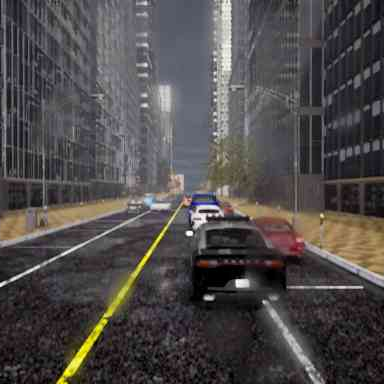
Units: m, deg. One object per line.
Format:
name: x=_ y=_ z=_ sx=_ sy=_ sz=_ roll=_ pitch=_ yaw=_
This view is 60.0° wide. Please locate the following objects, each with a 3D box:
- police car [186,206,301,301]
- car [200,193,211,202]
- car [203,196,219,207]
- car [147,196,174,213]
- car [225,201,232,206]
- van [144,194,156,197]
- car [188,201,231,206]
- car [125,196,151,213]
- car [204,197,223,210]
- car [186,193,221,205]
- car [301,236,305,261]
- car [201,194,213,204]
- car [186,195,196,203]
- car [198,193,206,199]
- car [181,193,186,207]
police car: x=0.877 y=1.385 z=8.406 sx=1.930 sy=1.638 sz=5.238 roll=0 pitch=0 yaw=0
car: x=2.515 y=1.100 z=62.897 sx=1.967 sy=1.590 sz=4.097 roll=0 pitch=0 yaw=0
car: x=2.563 y=1.319 z=45.821 sx=2.008 sy=1.369 sz=4.403 roll=0 pitch=0 yaw=0
car: x=-3.197 y=1.431 z=34.684 sx=1.895 sy=1.301 sz=4.718 roll=0 pitch=0 yaw=0
car: x=2.610 y=1.443 z=28.744 sx=1.802 sy=1.307 sz=4.206 roll=0 pitch=0 yaw=0
van: x=-5.818 y=1.109 z=45.800 sx=1.690 sy=1.788 sz=3.998 roll=0 pitch=0 yaw=0
car: x=0.850 y=1.438 z=18.296 sx=1.812 sy=1.442 sz=4.674 roll=0 pitch=0 yaw=0
car: x=-5.786 y=1.383 z=34.417 sx=2.008 sy=1.369 sz=4.403 roll=0 pitch=0 yaw=0
car: x=2.579 y=1.352 z=40.129 sx=2.008 sy=1.369 sz=4.403 roll=0 pitch=0 yaw=0
car: x=0.833 y=1.107 z=24.325 sx=2.150 sy=2.045 sz=5.566 roll=0 pitch=0 yaw=0
car: x=2.658 y=1.525 z=11.667 sx=1.802 sy=1.307 sz=4.206 roll=0 pitch=0 yaw=0
car: x=2.531 y=1.136 z=57.205 sx=1.967 sy=1.590 sz=4.097 roll=0 pitch=0 yaw=0
car: x=-0.165 y=1.210 z=59.055 sx=1.812 sy=1.442 sz=4.674 roll=0 pitch=0 yaw=0
car: x=2.452 y=1.053 z=85.668 sx=1.887 sy=1.381 sz=4.507 roll=0 pitch=0 yaw=0
car: x=-0.112 y=1.119 z=45.918 sx=2.097 sy=1.767 sz=4.553 roll=0 pitch=0 yaw=0
